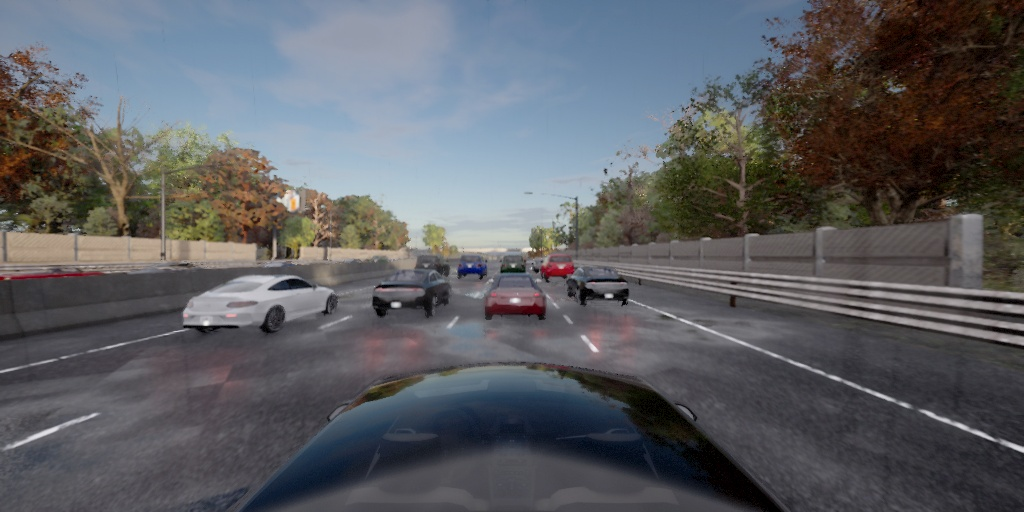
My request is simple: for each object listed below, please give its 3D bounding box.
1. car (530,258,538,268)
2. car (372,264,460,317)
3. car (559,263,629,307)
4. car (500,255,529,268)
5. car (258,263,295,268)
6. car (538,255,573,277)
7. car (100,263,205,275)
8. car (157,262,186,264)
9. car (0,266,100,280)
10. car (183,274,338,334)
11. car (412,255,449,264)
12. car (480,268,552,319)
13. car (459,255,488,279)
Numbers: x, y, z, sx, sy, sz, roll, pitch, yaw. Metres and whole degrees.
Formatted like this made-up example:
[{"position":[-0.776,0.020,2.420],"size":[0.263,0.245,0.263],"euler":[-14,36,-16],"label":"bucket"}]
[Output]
[{"position":[3.492,1.230,41.985],"size":[1.994,1.385,4.181],"euler":[0,0,0],"label":"car"},{"position":[-3.402,1.217,12.951],"size":[2.128,1.511,4.902],"euler":[0,0,0],"label":"car"},{"position":[3.498,1.211,15.347],"size":[2.128,1.511,4.902],"euler":[0,0,0],"label":"car"},{"position":[0.093,0.909,31.558],"size":[2.150,2.045,5.566],"euler":[0,0,0],"label":"car"},{"position":[-17.602,1.222,26.731],"size":[1.812,1.442,4.674],"euler":[0,0,0],"label":"car"},{"position":[3.495,0.908,28.034],"size":[2.150,2.045,5.566],"euler":[0,0,0],"label":"car"},{"position":[-21.103,1.307,21.644],"size":[1.895,1.301,4.718],"euler":[0,0,0],"label":"car"},{"position":[-24.601,1.203,25.696],"size":[1.837,1.490,4.892],"euler":[0,0,0],"label":"car"},{"position":[-28.102,1.307,21.649],"size":[1.895,1.301,4.718],"euler":[0,0,0],"label":"car"},{"position":[-6.902,1.256,10.406],"size":[1.812,1.442,4.674],"euler":[0,0,0],"label":"car"},{"position":[-6.907,0.909,31.509],"size":[2.150,2.045,5.566],"euler":[0,0,0],"label":"car"},{"position":[0.101,1.290,12.672],"size":[1.994,1.385,4.181],"euler":[0,0,0],"label":"car"},{"position":[-3.407,0.909,31.497],"size":[2.150,2.045,5.566],"euler":[0,0,0],"label":"car"}]
